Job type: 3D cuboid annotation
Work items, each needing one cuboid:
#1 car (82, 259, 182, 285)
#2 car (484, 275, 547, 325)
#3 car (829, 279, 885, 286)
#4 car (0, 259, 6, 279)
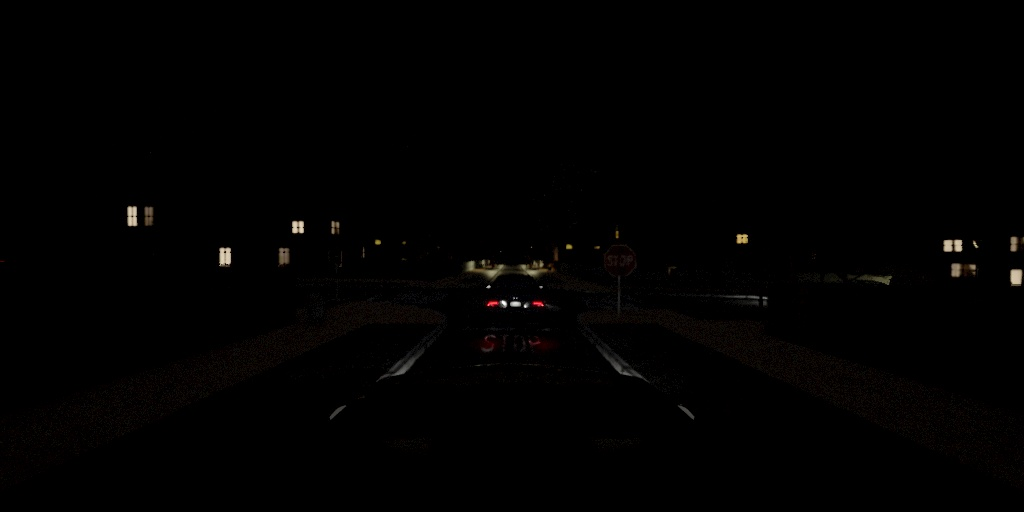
[{"bbox_3d":[-17.151,0.910,16.190,4.892,1.490,1.837,2,0,0],"label":"car"},{"bbox_3d":[0.097,1.353,12.043,2.033,1.411,5.357,0,-1,0],"label":"car"},{"bbox_3d":[18.411,1.941,19.335,4.181,1.385,1.994,2,0,-1],"label":"car"},{"bbox_3d":[-30.208,0.388,19.069,4.553,1.767,2.097,1,0,0],"label":"car"}]
